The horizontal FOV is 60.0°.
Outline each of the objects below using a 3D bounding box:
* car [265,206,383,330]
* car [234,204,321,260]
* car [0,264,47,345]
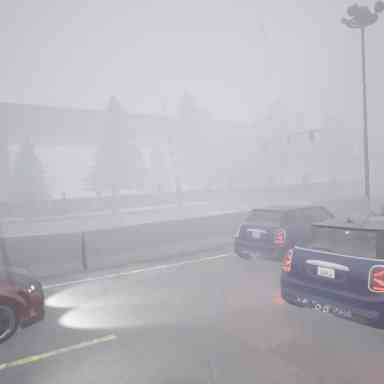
[{"bbox_3d":[3.847,1.232,6.553,4.553,1.767,2.097,-2,1,-36],"label":"car"},{"bbox_3d":[3.532,1.156,10.653,4.553,1.767,2.097,-3,2,-36],"label":"car"},{"bbox_3d":[-4.439,1.564,4.882,4.181,1.385,1.994,0,0,-35],"label":"car"}]
